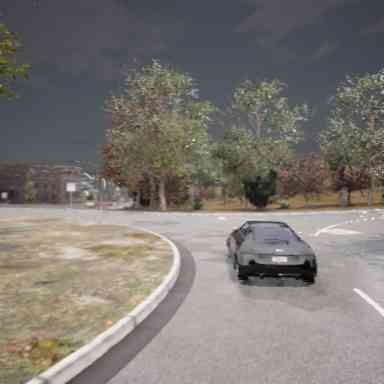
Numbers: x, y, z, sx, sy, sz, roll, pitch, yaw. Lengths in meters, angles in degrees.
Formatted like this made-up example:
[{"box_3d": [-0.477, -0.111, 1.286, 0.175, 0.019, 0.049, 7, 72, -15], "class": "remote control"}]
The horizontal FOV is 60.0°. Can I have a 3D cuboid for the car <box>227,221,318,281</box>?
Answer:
[{"box_3d": [2.168, 1.530, 9.818, 1.994, 1.385, 4.181, 1, 0, 3], "class": "car"}]
